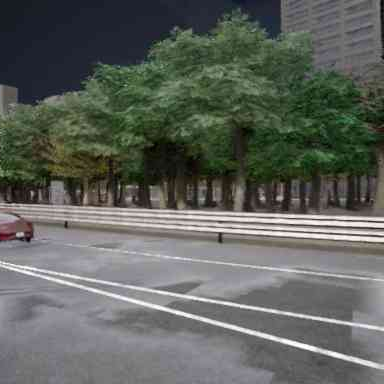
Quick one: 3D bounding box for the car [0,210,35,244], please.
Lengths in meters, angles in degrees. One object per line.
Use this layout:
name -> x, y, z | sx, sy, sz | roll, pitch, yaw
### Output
car -> -8.771, 1.530, 14.561 | 4.674, 1.442, 1.812 | 0, 0, 34
